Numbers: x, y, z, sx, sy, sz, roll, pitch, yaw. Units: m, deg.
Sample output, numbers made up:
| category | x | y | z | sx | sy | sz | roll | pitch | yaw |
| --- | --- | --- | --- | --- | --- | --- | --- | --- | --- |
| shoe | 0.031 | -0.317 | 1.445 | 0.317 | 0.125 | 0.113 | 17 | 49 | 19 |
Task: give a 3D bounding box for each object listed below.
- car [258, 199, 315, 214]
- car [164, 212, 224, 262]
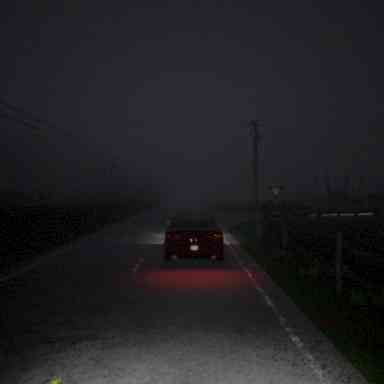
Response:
| category | x | y | z | sx | sy | sz | roll | pitch | yaw |
| --- | --- | --- | --- | --- | --- | --- | --- | --- | --- |
| car | 7.796 | 1.322 | 27.944 | 4.902 | 1.511 | 2.128 | -1 | 0 | -4 |
| car | 0.053 | 1.465 | 12.103 | 1.882 | 1.535 | 5.008 | 0 | 0 | 0 |
